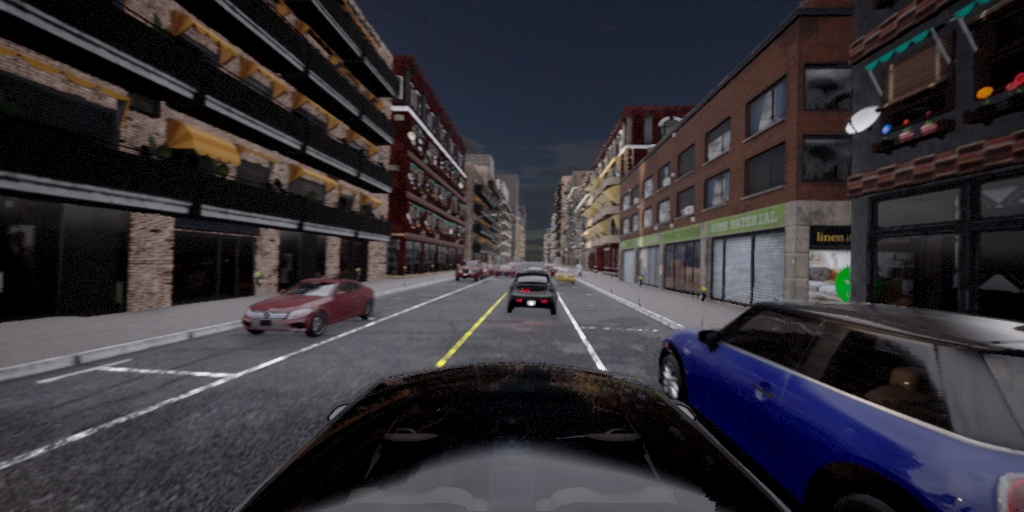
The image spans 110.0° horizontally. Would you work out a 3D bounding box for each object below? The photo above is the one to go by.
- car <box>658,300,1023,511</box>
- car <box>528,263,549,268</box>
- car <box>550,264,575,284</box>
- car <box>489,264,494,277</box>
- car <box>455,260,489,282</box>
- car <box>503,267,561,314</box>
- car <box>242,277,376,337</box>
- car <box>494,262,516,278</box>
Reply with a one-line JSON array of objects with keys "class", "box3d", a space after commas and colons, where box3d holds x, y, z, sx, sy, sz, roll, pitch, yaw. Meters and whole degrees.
[{"class": "car", "box3d": [3.087, 1.207, 3.423, 2.097, 1.767, 4.553, 2, -1, 4]}, {"class": "car", "box3d": [2.041, 1.595, 32.190, 1.882, 1.535, 5.008, 2, -1, 4]}, {"class": "car", "box3d": [4.606, 1.712, 32.078, 1.751, 1.417, 4.829, 0, 0, 4]}, {"class": "car", "box3d": [-3.377, 1.464, 38.111, 1.967, 1.591, 4.097, 0, 0, 4]}, {"class": "car", "box3d": [-3.763, 1.271, 32.489, 2.192, 1.841, 5.009, 0, 0, 4]}, {"class": "car", "box3d": [0.849, 1.413, 14.879, 1.837, 1.490, 4.892, 2, -1, 4]}, {"class": "car", "box3d": [-5.308, 1.267, 9.998, 1.802, 1.307, 4.207, 0, 0, 4]}, {"class": "car", "box3d": [-0.667, 1.584, 38.702, 1.882, 1.535, 5.008, 2, -1, 4]}]
